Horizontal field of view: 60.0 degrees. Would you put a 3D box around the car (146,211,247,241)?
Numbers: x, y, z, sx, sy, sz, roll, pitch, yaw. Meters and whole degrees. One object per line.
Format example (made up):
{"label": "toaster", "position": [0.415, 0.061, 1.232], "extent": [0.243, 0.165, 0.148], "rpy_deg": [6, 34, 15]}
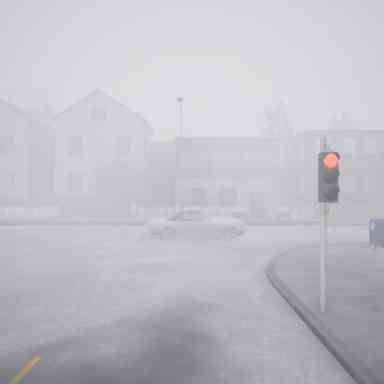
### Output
{"label": "car", "position": [0.245, 1.600, 16.263], "extent": [4.718, 1.301, 1.895], "rpy_deg": [0, 0, 0]}
